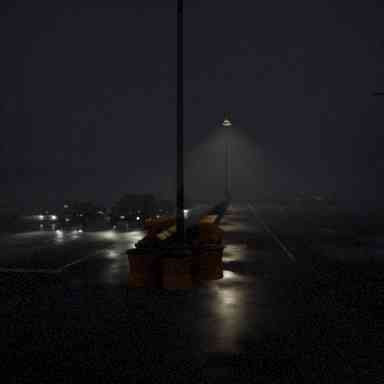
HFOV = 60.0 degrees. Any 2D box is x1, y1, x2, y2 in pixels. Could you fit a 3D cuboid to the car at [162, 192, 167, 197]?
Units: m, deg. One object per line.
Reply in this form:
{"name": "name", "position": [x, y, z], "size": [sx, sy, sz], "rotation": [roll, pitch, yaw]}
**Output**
{"name": "car", "position": [-4.684, 1.055, 43.455], "size": [2.150, 2.045, 5.566], "rotation": [0, 1, 8]}

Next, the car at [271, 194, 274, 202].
{"name": "car", "position": [15.443, 1.095, 60.640], "size": [2.033, 1.411, 5.357], "rotation": [0, 1, 8]}

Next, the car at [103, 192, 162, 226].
{"name": "car", "position": [-3.927, 1.186, 23.265], "size": [2.150, 2.045, 5.566], "rotation": [0, 0, 8]}

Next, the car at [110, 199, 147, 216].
{"name": "car", "position": [-6.152, 1.474, 32.873], "size": [2.033, 1.411, 5.357], "rotation": [0, 0, 8]}

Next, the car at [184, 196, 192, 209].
{"name": "car", "position": [-1.223, 1.311, 42.926], "size": [1.882, 1.535, 5.008], "rotation": [0, 1, 8]}

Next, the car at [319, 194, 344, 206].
{"name": "car", "position": [21.006, 1.066, 49.739], "size": [2.097, 1.767, 4.553], "rotation": [0, 1, 8]}

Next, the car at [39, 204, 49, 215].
{"name": "car", "position": [-13.128, 1.474, 33.538], "size": [2.033, 1.411, 5.357], "rotation": [0, 0, 8]}

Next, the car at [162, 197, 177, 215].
{"name": "car", "position": [-2.653, 1.490, 32.580], "size": [1.994, 1.385, 4.181], "rotation": [0, 0, 8]}

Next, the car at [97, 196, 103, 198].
{"name": "car", "position": [-11.715, 1.329, 43.717], "size": [2.128, 1.511, 4.902], "rotation": [0, 1, 8]}

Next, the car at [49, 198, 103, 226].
{"name": "car", "position": [-7.464, 1.458, 23.213], "size": [2.128, 1.511, 4.902], "rotation": [0, 0, 8]}

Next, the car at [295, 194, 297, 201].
{"name": "car", "position": [18.910, 1.054, 60.161], "size": [1.837, 1.490, 4.892], "rotation": [0, 1, 8]}

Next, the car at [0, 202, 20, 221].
{"name": "car", "position": [-14.417, 1.490, 24.038], "size": [1.812, 1.442, 4.674], "rotation": [0, 0, 8]}

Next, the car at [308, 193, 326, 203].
{"name": "car", "position": [22.377, 1.028, 59.683], "size": [1.882, 1.535, 5.008], "rotation": [0, 1, 8]}

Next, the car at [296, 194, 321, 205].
{"name": "car", "position": [17.548, 1.313, 50.285], "size": [1.895, 1.301, 4.718], "rotation": [0, 1, 8]}

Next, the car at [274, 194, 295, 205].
{"name": "car", "position": [14.076, 1.237, 50.732], "size": [1.812, 1.442, 4.674], "rotation": [0, 1, 8]}
